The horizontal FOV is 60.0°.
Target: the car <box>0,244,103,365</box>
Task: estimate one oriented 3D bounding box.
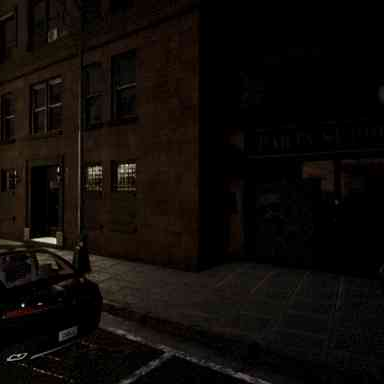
[{"bbox_3d":[-3.334,1.551,5.470,4.403,1.369,2.008,0,0,36],"label":"car"}]
